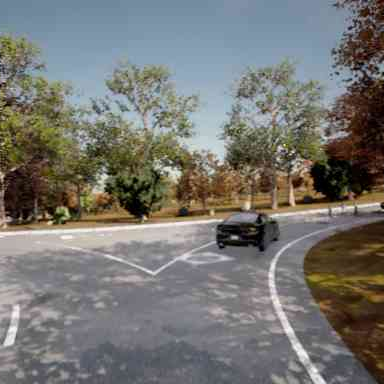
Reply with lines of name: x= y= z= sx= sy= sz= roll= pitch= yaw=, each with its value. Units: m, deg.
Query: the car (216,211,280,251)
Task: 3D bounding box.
car: x=2.634 y=1.591 z=14.859 sx=1.882 sy=1.535 sz=5.008 roll=-2 pitch=-1 yaw=24

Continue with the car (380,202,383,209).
car: x=18.364 y=0.918 z=28.185 sx=4.718 sy=1.301 sz=1.895 roll=-5 pitch=1 yaw=-22
